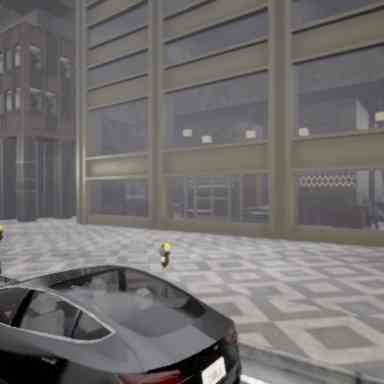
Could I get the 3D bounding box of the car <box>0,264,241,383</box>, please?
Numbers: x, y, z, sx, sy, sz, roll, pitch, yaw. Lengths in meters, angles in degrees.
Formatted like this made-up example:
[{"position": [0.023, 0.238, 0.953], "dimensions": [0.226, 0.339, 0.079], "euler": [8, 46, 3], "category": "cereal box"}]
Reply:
[{"position": [-1.507, 1.590, 4.029], "dimensions": [4.313, 1.339, 1.947], "euler": [0, 0, 35], "category": "car"}]
